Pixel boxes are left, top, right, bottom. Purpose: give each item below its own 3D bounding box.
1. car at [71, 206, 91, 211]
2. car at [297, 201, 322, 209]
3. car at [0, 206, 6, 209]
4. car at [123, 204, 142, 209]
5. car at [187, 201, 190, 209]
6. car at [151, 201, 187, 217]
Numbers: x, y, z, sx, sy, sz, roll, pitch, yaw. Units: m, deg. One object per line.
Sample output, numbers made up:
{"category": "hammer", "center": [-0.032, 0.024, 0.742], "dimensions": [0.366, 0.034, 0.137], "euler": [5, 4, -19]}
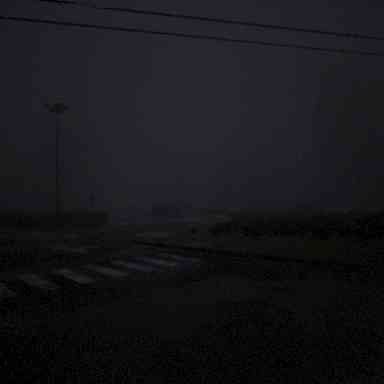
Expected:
{"category": "car", "center": [-20.167, 3.243, 59.433], "dimensions": [1.784, 1.438, 3.905], "euler": [-2, -1, 42]}
{"category": "car", "center": [15.968, 2.046, 45.109], "dimensions": [2.242, 1.667, 4.611], "euler": [-2, -1, 42]}
{"category": "car", "center": [-44.637, 3.848, 75.349], "dimensions": [2.150, 2.045, 5.566], "euler": [-2, -1, 42]}
{"category": "car", "center": [-12.475, 3.236, 69.814], "dimensions": [1.816, 1.474, 4.193], "euler": [-2, -1, 42]}
{"category": "car", "center": [-2.061, 2.626, 61.251], "dimensions": [1.905, 1.878, 3.866], "euler": [-2, -1, 42]}
{"category": "car", "center": [-3.313, 2.338, 44.582], "dimensions": [1.932, 1.855, 4.605], "euler": [-2, -1, 42]}
